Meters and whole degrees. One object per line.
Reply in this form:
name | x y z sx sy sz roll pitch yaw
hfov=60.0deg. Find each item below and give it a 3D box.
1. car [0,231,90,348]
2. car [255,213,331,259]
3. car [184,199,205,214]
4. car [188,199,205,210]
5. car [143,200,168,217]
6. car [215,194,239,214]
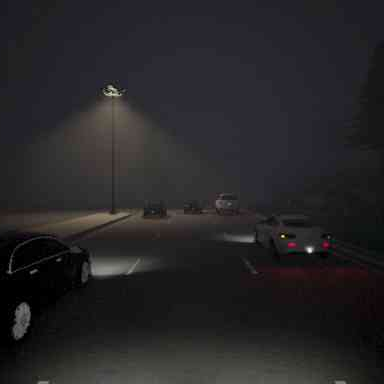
car | -3.398 1.505 6.259 1.837 1.490 4.892 0 0 0
car | 3.602 1.525 12.475 1.812 1.442 4.674 0 0 0
car | 0.148 1.526 35.376 1.812 1.442 4.674 0 0 1
car | 0.650 1.601 44.532 1.895 1.301 4.718 0 0 6
car | -3.390 1.491 31.089 2.128 1.511 4.902 0 0 0
car | 3.640 1.222 35.009 2.150 2.045 5.566 0 0 0
